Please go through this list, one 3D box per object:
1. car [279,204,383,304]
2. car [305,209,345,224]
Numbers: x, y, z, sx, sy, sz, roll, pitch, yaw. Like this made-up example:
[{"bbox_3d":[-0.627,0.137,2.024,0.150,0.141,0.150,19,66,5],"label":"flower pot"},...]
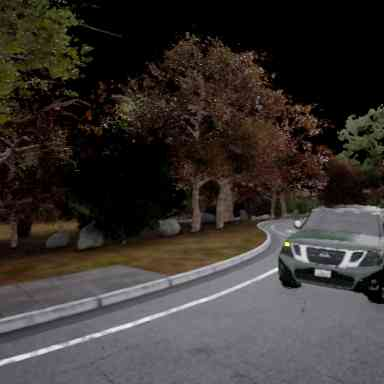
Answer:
[{"bbox_3d":[4.227,1.384,9.098,2.150,2.045,5.566,2,-1,34],"label":"car"},{"bbox_3d":[13.521,2.419,33.662,4.181,1.385,1.994,2,-2,-41],"label":"car"}]
